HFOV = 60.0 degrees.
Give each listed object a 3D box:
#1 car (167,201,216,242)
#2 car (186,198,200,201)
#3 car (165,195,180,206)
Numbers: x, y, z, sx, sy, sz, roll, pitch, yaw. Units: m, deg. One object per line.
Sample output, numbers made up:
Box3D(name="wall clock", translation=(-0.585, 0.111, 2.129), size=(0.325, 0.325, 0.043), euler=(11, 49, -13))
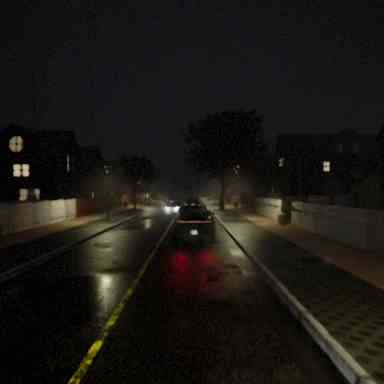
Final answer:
Box3D(name="car", translation=(0.094, 1.398, 15.709), size=(2.128, 1.511, 4.902), euler=(0, 0, 0))
Box3D(name="car", translation=(0.089, 1.329, 35.934), size=(2.033, 1.411, 5.357), euler=(0, 0, 0))
Box3D(name="car", translation=(-2.765, 1.193, 48.047), size=(2.128, 1.511, 4.902), euler=(0, 0, 0))
